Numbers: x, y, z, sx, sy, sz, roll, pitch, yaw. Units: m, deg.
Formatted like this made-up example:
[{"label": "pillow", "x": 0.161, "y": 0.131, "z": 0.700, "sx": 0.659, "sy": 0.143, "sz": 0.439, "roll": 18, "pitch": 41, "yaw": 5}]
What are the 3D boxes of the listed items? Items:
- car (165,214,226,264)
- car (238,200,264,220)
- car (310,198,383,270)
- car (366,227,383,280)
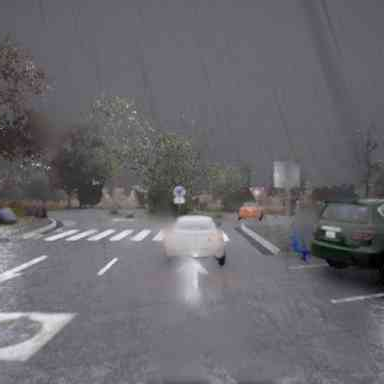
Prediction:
[{"label": "car", "x": 0.094, "y": 1.486, "z": 11.488, "sx": 1.812, "sy": 1.442, "sz": 4.674, "roll": 0, "pitch": 0, "yaw": 0}, {"label": "car", "x": 5.553, "y": 1.619, "z": 31.146, "sx": 2.097, "sy": 1.767, "sz": 4.553, "roll": 0, "pitch": 0, "yaw": 13}, {"label": "car", "x": 6.024, "y": 1.204, "z": 9.338, "sx": 5.566, "sy": 2.045, "sz": 2.435, "roll": 1, "pitch": 0, "yaw": -20}, {"label": "car", "x": 5.999, "y": 1.505, "z": 6.363, "sx": 4.674, "sy": 1.452, "sz": 2.002, "roll": 1, "pitch": 0, "yaw": -20}]
